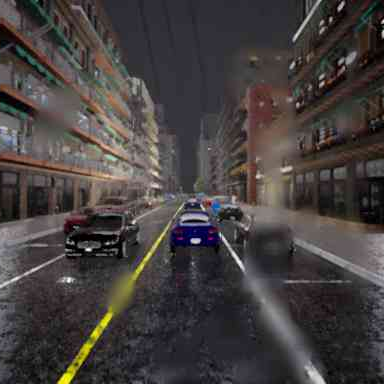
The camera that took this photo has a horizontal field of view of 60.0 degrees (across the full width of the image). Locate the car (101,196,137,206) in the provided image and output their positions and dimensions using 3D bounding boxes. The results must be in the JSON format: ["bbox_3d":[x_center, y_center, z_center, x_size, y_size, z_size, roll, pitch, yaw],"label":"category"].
[{"bbox_3d":[-5.699,1.257,24.327,2.192,1.841,5.009,0,0,0],"label":"car"}]

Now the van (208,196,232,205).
[{"bbox_3d":[2.677,1.272,29.994,1.690,1.788,3.998,0,0,0],"label":"van"}]

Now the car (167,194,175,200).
[{"bbox_3d":[-5.744,1.409,92.132,1.752,1.417,4.829,0,0,0],"label":"car"}]

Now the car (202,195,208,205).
[{"bbox_3d":[2.665,1.452,46.989,1.887,1.381,4.507,0,0,0],"label":"car"}]

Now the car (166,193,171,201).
[{"bbox_3d":[-5.725,1.332,63.980,1.967,1.590,4.097,0,0,0],"label":"car"}]

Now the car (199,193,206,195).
[{"bbox_3d":[2.659,1.336,58.319,1.967,1.590,4.097,0,0,0],"label":"car"}]

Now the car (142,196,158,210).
[{"bbox_3d":[-5.711,1.354,41.320,1.967,1.590,4.097,0,0,0],"label":"car"}]

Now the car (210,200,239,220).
[{"bbox_3d":[2.679,1.493,24.332,2.008,1.369,4.403,0,0,0],"label":"car"}]

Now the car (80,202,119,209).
[{"bbox_3d":[-5.697,1.499,18.663,1.887,1.381,4.507,0,0,0],"label":"car"}]

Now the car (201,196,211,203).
[{"bbox_3d":[2.654,1.473,63.984,1.802,1.307,4.206,0,0,0],"label":"car"}]

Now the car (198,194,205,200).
[{"bbox_3d":[2.637,1.323,92.307,1.967,1.590,4.097,0,0,0],"label":"car"}]

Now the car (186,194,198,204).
[{"bbox_3d":[0.064,1.246,59.612,2.097,1.767,4.553,0,0,0],"label":"car"}]

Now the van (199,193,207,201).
[{"bbox_3d":[2.644,1.223,80.979,1.690,1.788,3.998,0,0,0],"label":"van"}]

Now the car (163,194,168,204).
[{"bbox_3d":[-5.722,1.422,58.145,1.752,1.417,4.829,0,0,0],"label":"car"}]

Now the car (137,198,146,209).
[{"bbox_3d":[-5.704,1.498,29.990,1.947,1.339,4.313,0,0,0],"label":"car"}]

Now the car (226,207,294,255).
[{"bbox_3d":[2.686,1.517,13.002,2.008,1.369,4.403,0,0,0],"label":"car"}]

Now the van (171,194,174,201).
[{"bbox_3d":[-5.736,1.223,80.974,1.690,1.788,3.998,0,0,0],"label":"van"}]

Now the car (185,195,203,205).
[{"bbox_3d":[0.074,1.476,42.477,1.994,1.385,4.181,0,0,0],"label":"car"}]

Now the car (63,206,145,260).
[{"bbox_3d":[-3.109,1.473,12.419,1.837,1.490,4.892,0,0,0],"label":"car"}]

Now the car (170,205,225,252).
[{"bbox_3d":[0.080,1.491,13.611,1.812,1.442,4.674,0,0,-1],"label":"car"}]

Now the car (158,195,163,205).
[{"bbox_3d":[-5.715,1.458,46.985,2.008,1.369,4.403,0,0,0],"label":"car"}]
